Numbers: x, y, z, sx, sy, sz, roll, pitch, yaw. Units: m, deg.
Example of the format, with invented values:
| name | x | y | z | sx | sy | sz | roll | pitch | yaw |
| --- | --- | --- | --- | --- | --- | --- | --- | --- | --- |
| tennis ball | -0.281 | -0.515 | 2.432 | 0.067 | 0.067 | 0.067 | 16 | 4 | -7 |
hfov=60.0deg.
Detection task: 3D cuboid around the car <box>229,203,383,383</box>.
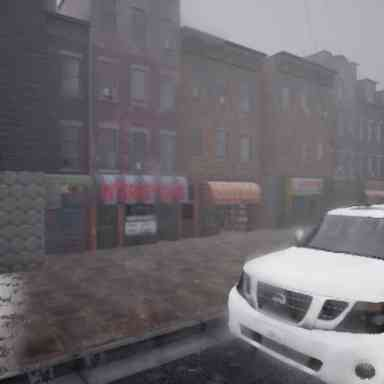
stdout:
| name | x | y | z | sx | sy | sz | roll | pitch | yaw |
| --- | --- | --- | --- | --- | --- | --- | --- | --- | --- |
| car | 3.165 | 1.228 | 5.322 | 5.566 | 2.045 | 2.150 | 0 | 0 | -35 |
